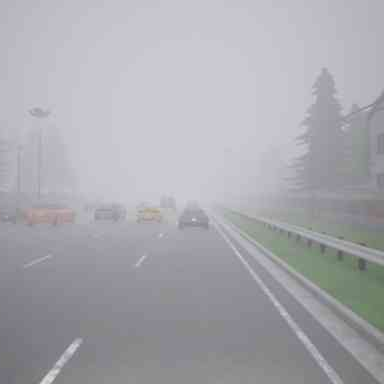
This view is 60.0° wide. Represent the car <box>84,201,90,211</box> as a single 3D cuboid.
[{"bbox_3d":[-13.890,1.942,47.134,1.812,1.442,4.674,0,-1,0],"label":"car"}]

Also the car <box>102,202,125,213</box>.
[{"bbox_3d":[-10.392,1.993,44.376,1.895,1.301,4.718,0,0,0],"label":"car"}]

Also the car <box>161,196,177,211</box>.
[{"bbox_3d":[-3.389,1.646,47.860,2.150,2.045,5.566,0,0,0],"label":"car"}]

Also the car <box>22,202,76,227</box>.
[{"bbox_3d":[-10.394,1.573,24.997,2.097,1.767,4.553,0,-1,0],"label":"car"}]

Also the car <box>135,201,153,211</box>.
[{"bbox_3d":[-6.890,1.992,48.450,1.994,1.385,4.181,0,-1,0],"label":"car"}]

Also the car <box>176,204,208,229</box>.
[{"bbox_3d":[0.106,1.772,23.417,1.994,1.385,4.181,0,0,0],"label":"car"}]

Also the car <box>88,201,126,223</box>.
[{"bbox_3d":[-6.893,1.744,28.419,2.128,1.511,4.902,0,0,0],"label":"car"}]

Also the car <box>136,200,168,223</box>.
[{"bbox_3d":[-3.393,1.726,28.041,1.882,1.535,5.008,0,0,0],"label":"car"}]

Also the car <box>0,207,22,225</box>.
[{"bbox_3d":[-13.894,1.833,26.228,1.895,1.301,4.718,0,0,0],"label":"car"}]

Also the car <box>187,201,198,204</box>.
[{"bbox_3d":[0.111,1.955,46.034,2.033,1.411,5.357,0,0,0],"label":"car"}]
